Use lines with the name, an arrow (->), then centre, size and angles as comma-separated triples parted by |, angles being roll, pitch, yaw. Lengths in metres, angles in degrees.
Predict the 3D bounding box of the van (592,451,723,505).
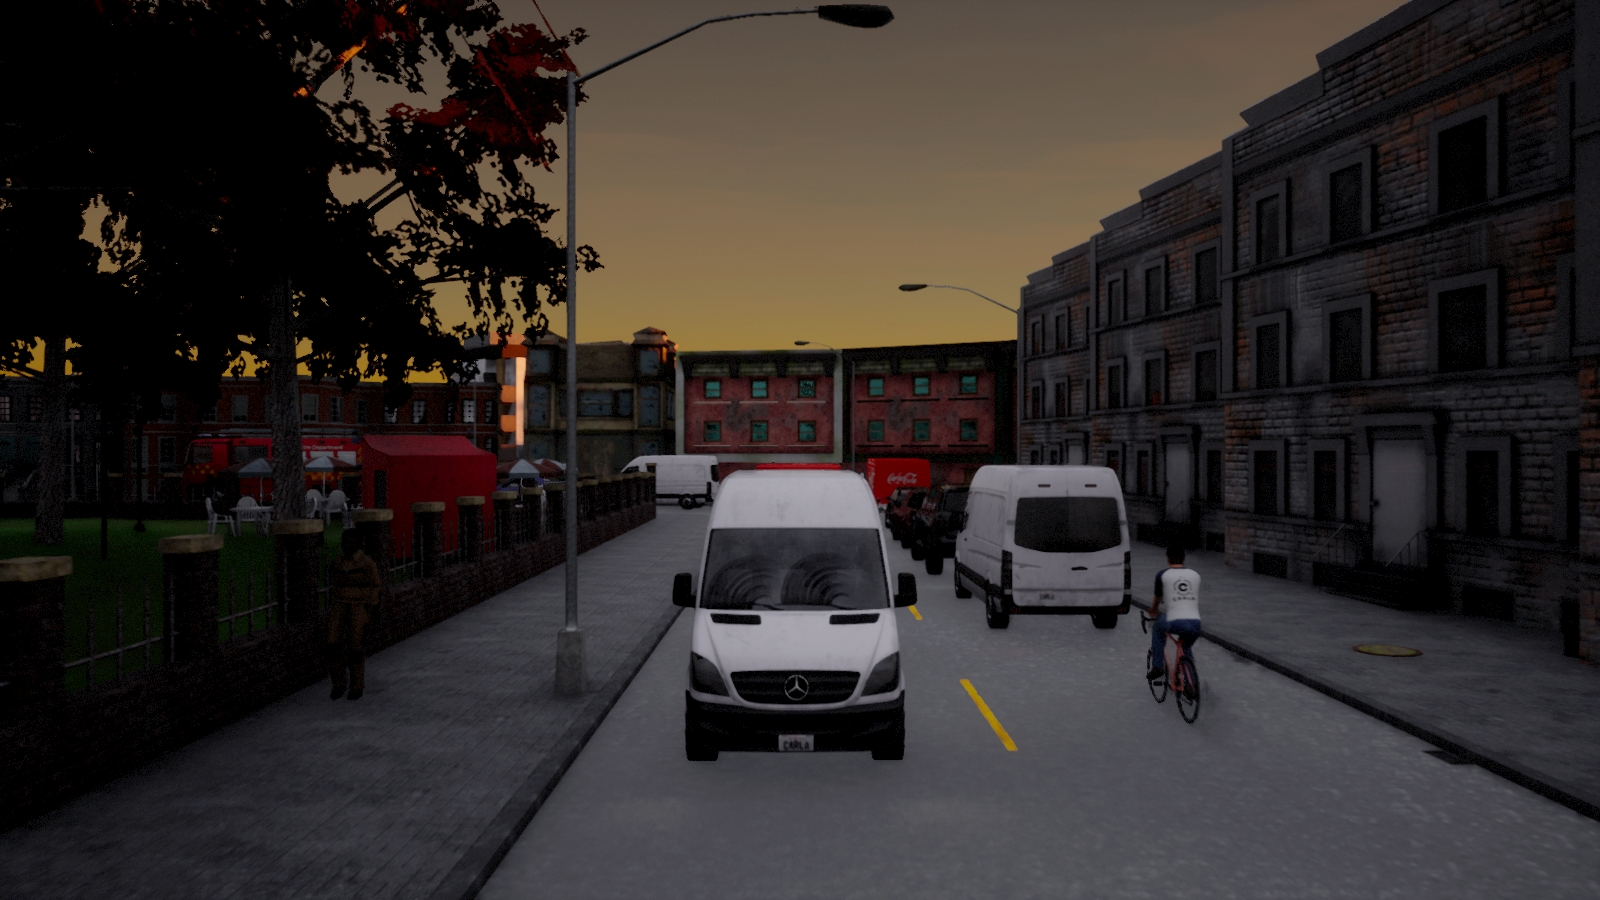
van -> -6.838, 1.313, 55.098 | 5.915, 2.561, 1.988 | 0, 0, 10

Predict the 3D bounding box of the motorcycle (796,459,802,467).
motorcycle -> -0.178, 1.955, 178.681 | 0.856, 1.236, 1.805 | 0, 0, 0

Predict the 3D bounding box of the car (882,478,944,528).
car -> 3.892, 1.804, 39.764 | 1.789, 1.549, 3.705 | 0, 0, 0

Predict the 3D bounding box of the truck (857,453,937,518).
truck -> 3.819, 1.347, 46.132 | 2.627, 2.467, 5.204 | 0, 0, -2

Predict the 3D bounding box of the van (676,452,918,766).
van -> -0.047, 1.313, 12.356 | 1.988, 2.561, 5.915 | 0, 0, 0

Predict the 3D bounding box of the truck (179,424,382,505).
truck -> -24.987, 0.668, 55.210 | 8.468, 3.827, 2.891 | 0, 0, -1

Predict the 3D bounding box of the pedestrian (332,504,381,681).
pedestrian -> -4.789, 1.525, 12.355 | 0.375, 1.860, 0.375 | 0, 0, 2

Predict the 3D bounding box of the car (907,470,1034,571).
car -> 3.899, 1.558, 27.170 | 2.150, 2.045, 5.566 | 0, 0, 0

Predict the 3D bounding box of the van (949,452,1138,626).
van -> 3.960, 1.313, 19.747 | 1.988, 2.561, 5.915 | 0, 0, 0

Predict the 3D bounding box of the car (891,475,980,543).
car -> 3.945, 1.684, 33.966 | 2.097, 1.767, 4.553 | 0, 0, 0

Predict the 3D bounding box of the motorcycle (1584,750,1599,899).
motorcycle -> 3.991, 1.985, 4.077 | 0.867, 1.251, 2.209 | 0, 0, 0
